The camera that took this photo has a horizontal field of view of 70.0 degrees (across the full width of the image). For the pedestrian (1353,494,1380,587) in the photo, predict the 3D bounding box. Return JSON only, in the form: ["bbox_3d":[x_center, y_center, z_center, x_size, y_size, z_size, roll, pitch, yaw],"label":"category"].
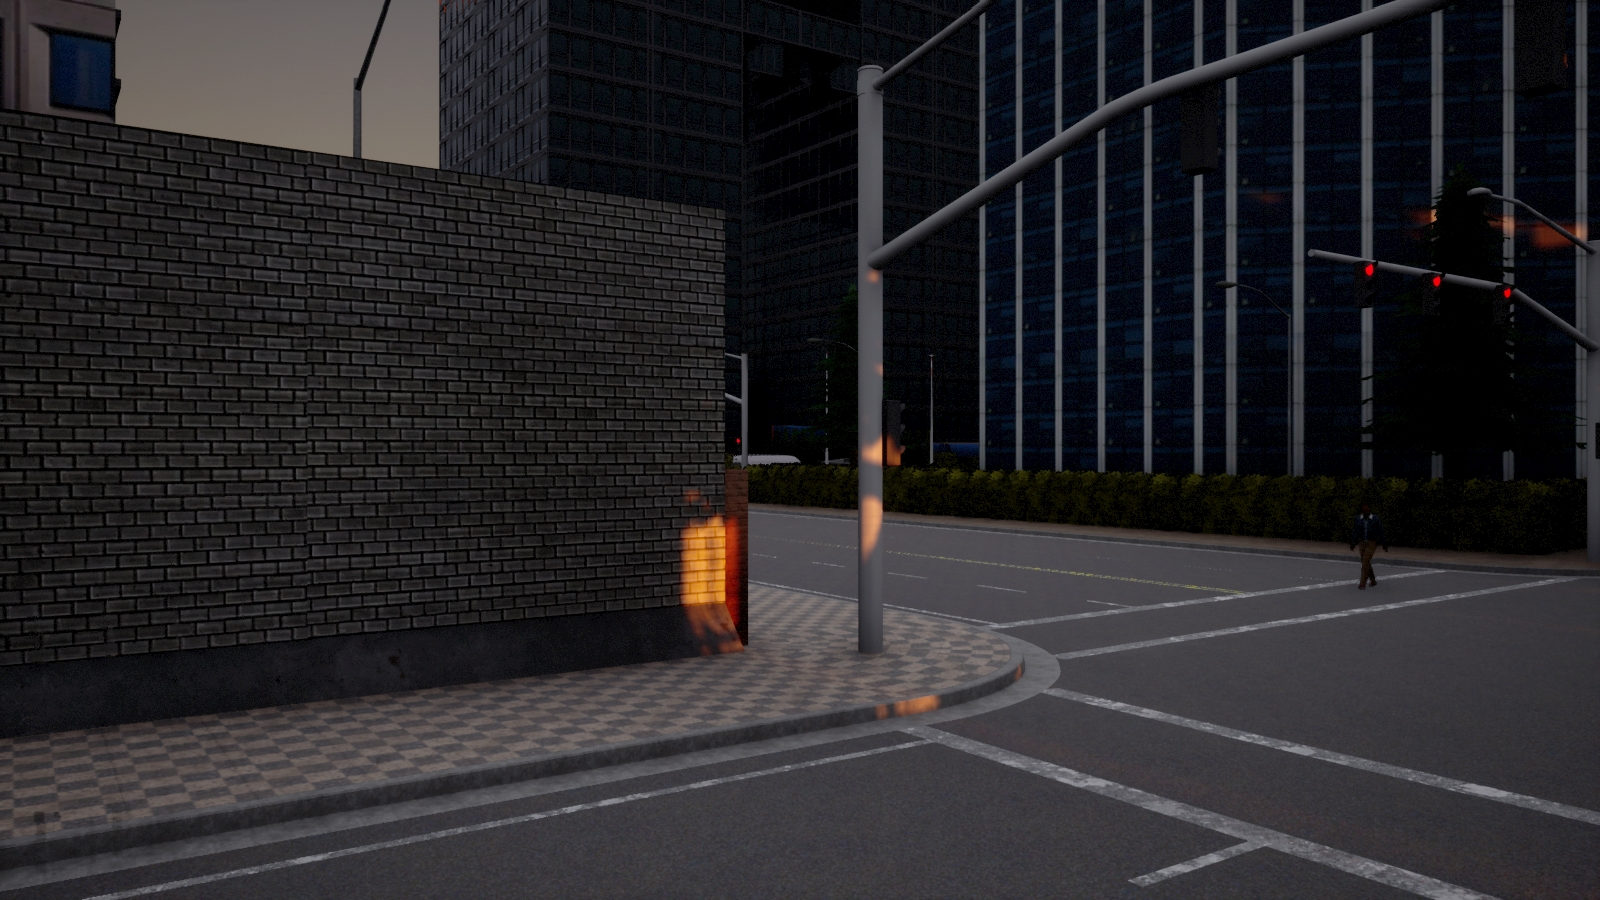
[{"bbox_3d":[11.605,1.848,23.410,0.375,1.860,0.375,0,0,-43],"label":"pedestrian"}]

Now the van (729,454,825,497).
[{"bbox_3d":[-1.408,1.534,71.671,5.915,2.561,1.988,0,0,-35],"label":"van"}]
